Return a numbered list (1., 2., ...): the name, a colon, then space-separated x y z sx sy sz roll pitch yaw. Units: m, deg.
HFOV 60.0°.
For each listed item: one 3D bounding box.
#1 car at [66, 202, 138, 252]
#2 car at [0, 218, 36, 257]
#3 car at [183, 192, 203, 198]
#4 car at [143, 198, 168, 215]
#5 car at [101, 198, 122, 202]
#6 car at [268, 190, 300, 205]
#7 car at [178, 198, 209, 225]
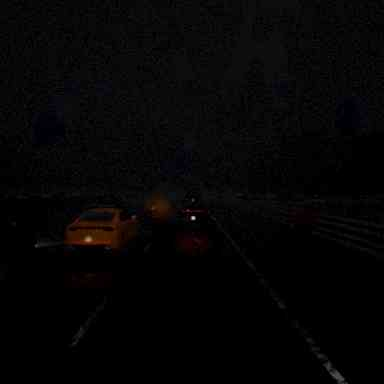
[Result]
1. car: -3.404 1.393 13.406 1.882 1.535 5.008 0 0 0
2. car: -6.903 1.495 10.950 1.994 1.385 4.181 0 0 0
3. car: 0.090 0.960 40.129 2.150 2.045 5.566 0 1 0
4. car: -3.409 1.271 31.577 1.882 1.535 5.008 0 0 0
5. car: -6.909 1.303 28.911 2.128 1.511 4.902 0 0 0
6. car: 13.133 0.805 47.574 2.150 2.045 5.566 0 0 -19
7. car: 0.092 1.356 22.837 1.837 1.490 4.892 0 0 0
